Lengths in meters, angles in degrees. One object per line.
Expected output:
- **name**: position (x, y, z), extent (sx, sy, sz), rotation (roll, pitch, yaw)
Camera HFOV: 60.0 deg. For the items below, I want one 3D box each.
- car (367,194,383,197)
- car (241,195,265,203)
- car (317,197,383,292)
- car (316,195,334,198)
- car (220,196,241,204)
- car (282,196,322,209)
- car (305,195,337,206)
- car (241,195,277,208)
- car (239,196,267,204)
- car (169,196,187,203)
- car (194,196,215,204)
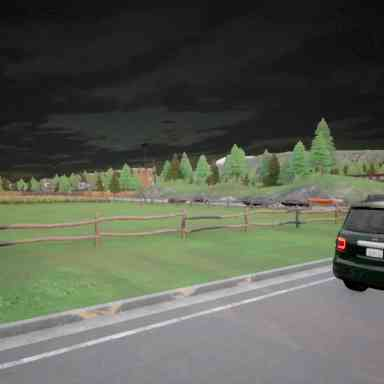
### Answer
- **car**: position (20.516, 1.221, 33.762), extent (2.150, 2.045, 5.566), rotation (0, 0, -37)
- **car**: position (12.476, 1.478, 68.464), extent (1.882, 1.535, 5.008), rotation (0, 0, -36)
- **car**: position (5.552, 1.221, 7.728), extent (5.566, 2.045, 2.150), rotation (0, 0, -36)
- **car**: position (20.864, 1.351, 50.952), extent (2.097, 1.767, 4.553), rotation (0, 0, -36)
- **car**: position (7.289, 1.525, 63.602), extent (1.812, 1.442, 4.674), rotation (0, 0, -36)
- **car**: position (15.286, 1.601, 46.721), extent (1.895, 1.301, 4.718), rotation (0, 0, -36)
- **car**: position (21.588, 1.351, 55.896), extent (2.097, 1.767, 4.553), rotation (0, 0, -36)
- **car**: position (10.016, 1.491, 47.985), extent (2.128, 1.511, 4.902), rotation (0, 0, -36)
- **car**: position (11.570, 1.547, 63.693), extent (2.033, 1.411, 5.357), rotation (0, 0, -36)
- **car**: position (-2.862, 1.565, 65.696), extent (1.994, 1.385, 4.181), rotation (0, 0, -36)
- **car**: position (2.399, 1.506, 64.372), extent (1.837, 1.490, 4.892), rotation (0, 0, -36)
